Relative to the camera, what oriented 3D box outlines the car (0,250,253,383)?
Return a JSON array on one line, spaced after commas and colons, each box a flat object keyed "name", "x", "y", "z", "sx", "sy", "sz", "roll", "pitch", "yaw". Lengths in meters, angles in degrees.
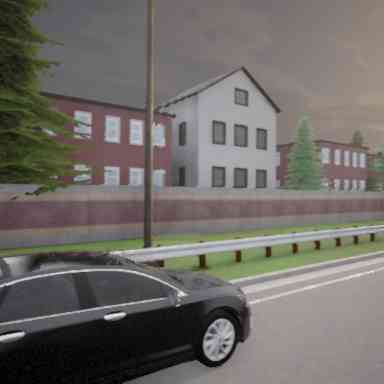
[{"name": "car", "x": -1.353, "y": 1.517, "z": 4.195, "sx": 4.892, "sy": 1.490, "sz": 1.837, "roll": 1, "pitch": 0, "yaw": -35}]
